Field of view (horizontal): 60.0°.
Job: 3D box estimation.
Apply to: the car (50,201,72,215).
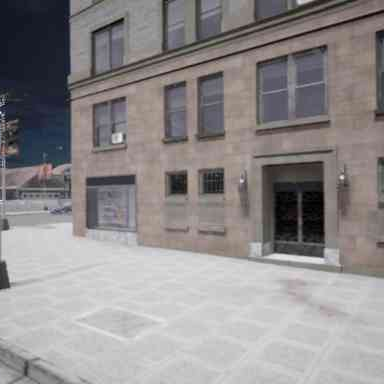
[{"bbox_3d":[-13.740,1.733,37.684,1.812,1.442,4.674,-1,-1,36],"label":"car"}]
